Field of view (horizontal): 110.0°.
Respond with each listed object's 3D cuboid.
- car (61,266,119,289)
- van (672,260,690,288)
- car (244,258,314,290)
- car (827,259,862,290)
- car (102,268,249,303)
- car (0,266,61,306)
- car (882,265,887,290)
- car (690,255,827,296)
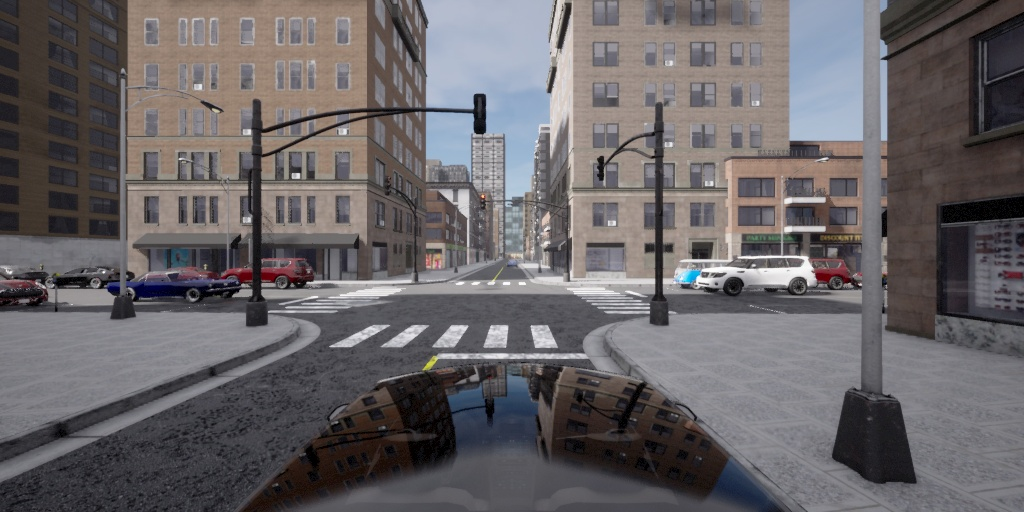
[{"bbox_3d":[-25.951,1.299,22.148,4.313,1.339,1.948,0,0,0],"label":"car"},{"bbox_3d":[12.043,1.108,21.918,3.998,1.789,1.690,0,0,0],"label":"van"},{"bbox_3d":[-14.904,1.059,22.081,5.009,1.841,2.192,0,0,0],"label":"car"},{"bbox_3d":[17.639,1.086,21.884,5.009,1.841,2.192,0,0,0],"label":"car"},{"bbox_3d":[-14.992,1.345,16.139,4.718,1.301,1.895,0,0,3],"label":"car"},{"bbox_3d":[-20.454,1.179,13.589,4.097,1.591,1.967,0,0,0],"label":"car"},{"bbox_3d":[23.113,1.281,19.094,4.892,1.490,1.837,0,0,0],"label":"car"},{"bbox_3d":[12.963,0.989,19.153,5.566,2.045,2.150,0,0,0],"label":"car"}]
